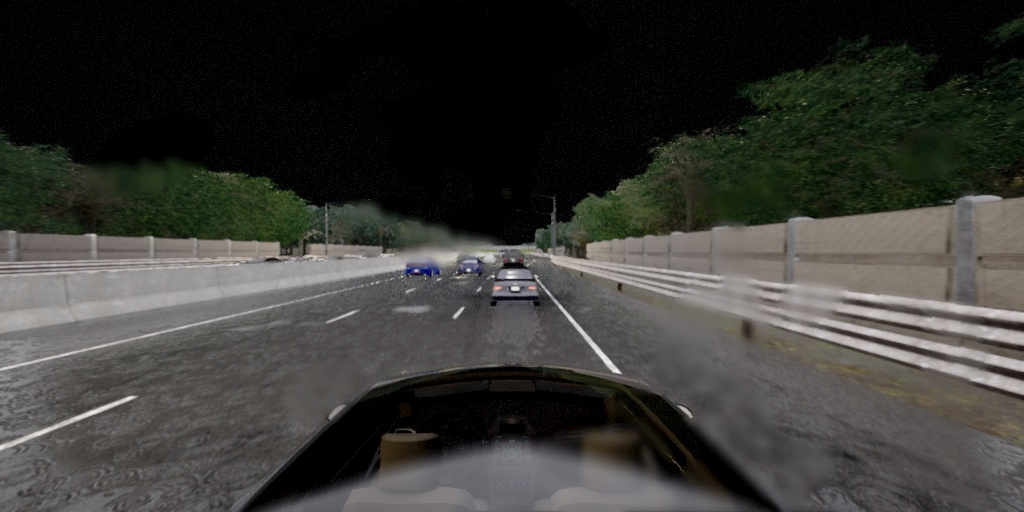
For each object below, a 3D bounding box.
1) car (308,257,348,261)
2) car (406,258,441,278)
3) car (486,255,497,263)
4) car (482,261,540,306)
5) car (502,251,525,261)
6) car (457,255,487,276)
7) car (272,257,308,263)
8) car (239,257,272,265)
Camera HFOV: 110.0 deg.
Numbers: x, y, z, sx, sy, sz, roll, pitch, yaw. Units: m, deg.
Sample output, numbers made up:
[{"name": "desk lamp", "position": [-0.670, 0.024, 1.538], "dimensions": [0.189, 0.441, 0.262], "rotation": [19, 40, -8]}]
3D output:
[{"name": "car", "position": [-17.467, 0.874, 35.234], "dimensions": [1.837, 1.490, 4.892], "rotation": [0, 1, 0]}, {"name": "car", "position": [-6.877, 0.879, 28.247], "dimensions": [1.882, 1.535, 5.008], "rotation": [0, 1, 0]}, {"name": "car", "position": [-3.344, 0.577, 53.957], "dimensions": [1.812, 1.442, 4.674], "rotation": [0, 1, 0]}, {"name": "car", "position": [0.109, 1.125, 14.707], "dimensions": [2.033, 1.411, 5.357], "rotation": [0, 1, 0]}, {"name": "car", "position": [0.138, 0.492, 37.710], "dimensions": [2.150, 2.045, 5.566], "rotation": [0, 1, 0]}, {"name": "car", "position": [-3.372, 0.898, 30.220], "dimensions": [1.812, 1.442, 4.674], "rotation": [0, 1, 0]}, {"name": "car", "position": [-20.967, 0.928, 35.239], "dimensions": [1.994, 1.385, 4.181], "rotation": [0, 1, 0]}, {"name": "car", "position": [-24.467, 0.854, 35.216], "dimensions": [1.837, 1.490, 4.892], "rotation": [0, 1, 0]}]
